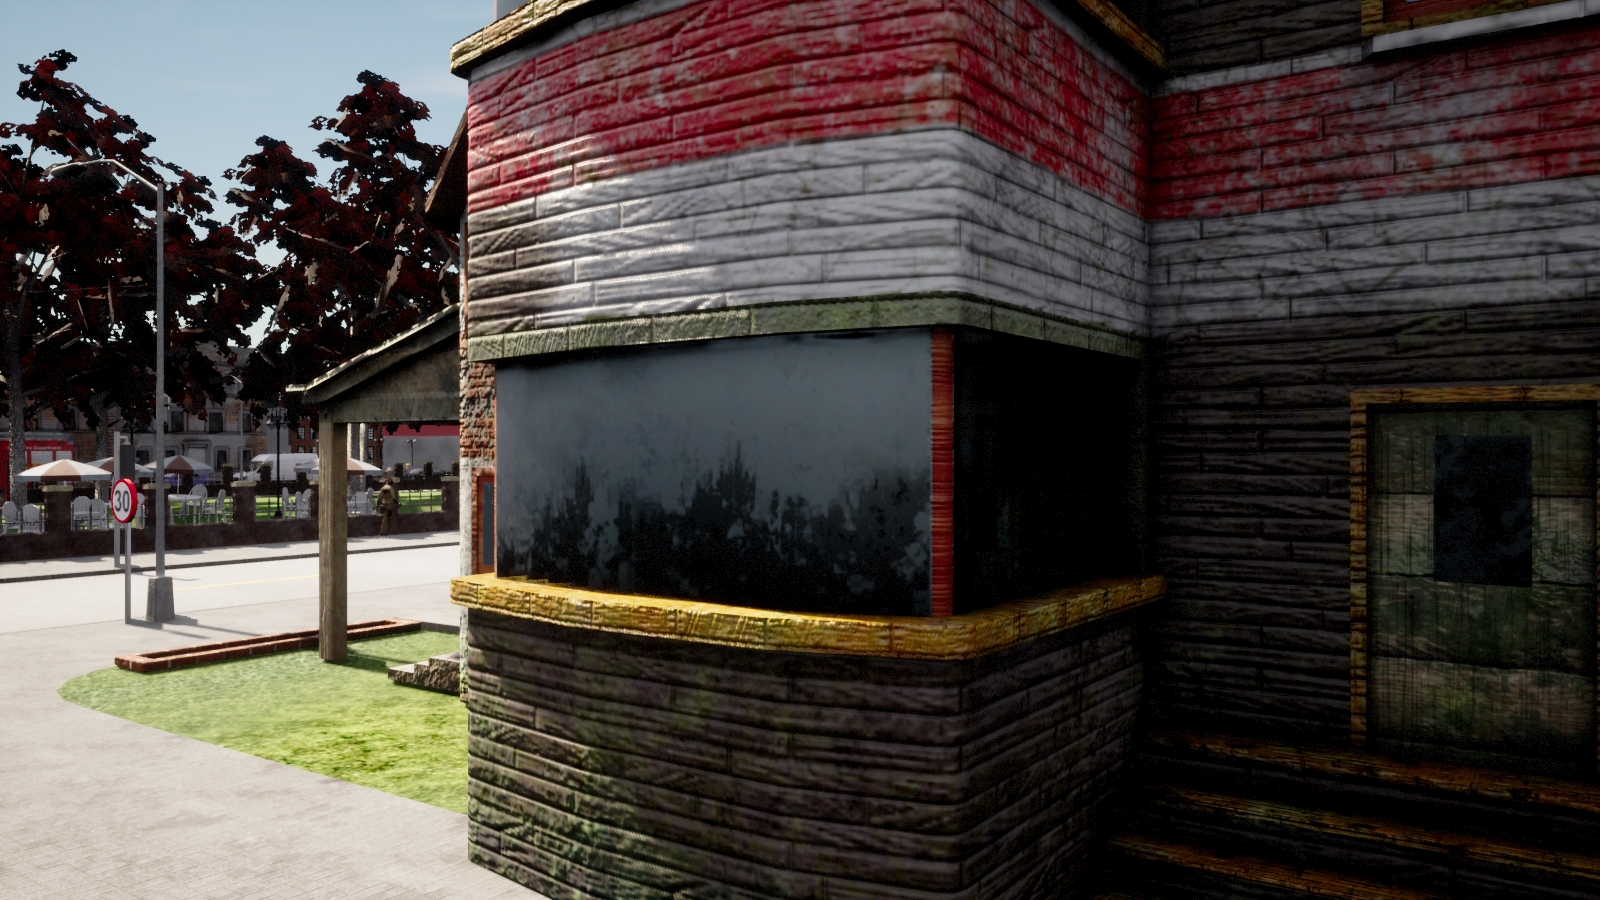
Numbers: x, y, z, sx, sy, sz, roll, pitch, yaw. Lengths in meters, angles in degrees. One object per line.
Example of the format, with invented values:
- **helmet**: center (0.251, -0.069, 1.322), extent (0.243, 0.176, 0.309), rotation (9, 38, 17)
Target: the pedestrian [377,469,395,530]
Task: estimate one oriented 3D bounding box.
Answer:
- **pedestrian**: center (-12.827, 1.525, 35.375), extent (0.375, 1.860, 0.375), rotation (0, 0, 35)
